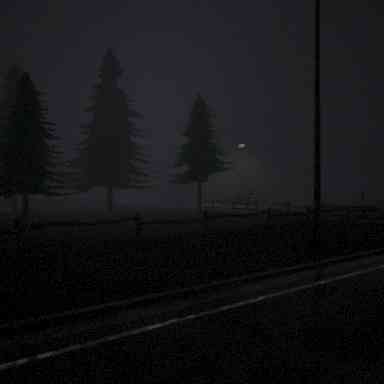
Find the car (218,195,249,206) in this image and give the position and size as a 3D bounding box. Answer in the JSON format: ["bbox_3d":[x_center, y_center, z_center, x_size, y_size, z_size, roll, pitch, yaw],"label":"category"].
[{"bbox_3d":[6.670,1.637,56.873,2.033,1.411,5.357,0,0,-35],"label":"car"}]

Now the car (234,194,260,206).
[{"bbox_3d":[9.552,1.306,58.860,2.150,2.045,5.566,0,0,-35],"label":"car"}]
